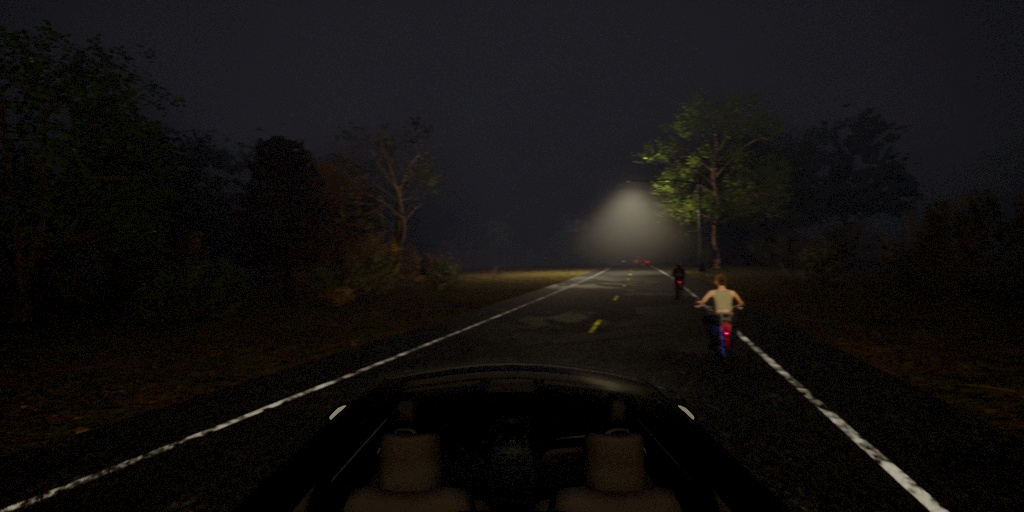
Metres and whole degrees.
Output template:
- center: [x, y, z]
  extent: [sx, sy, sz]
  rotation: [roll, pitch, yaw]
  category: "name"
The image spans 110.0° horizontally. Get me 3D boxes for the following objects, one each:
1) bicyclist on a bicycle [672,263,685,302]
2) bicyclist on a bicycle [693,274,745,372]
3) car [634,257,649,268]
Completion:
- center: [7.234, 1.126, 15.513]
  extent: [0.582, 1.620, 1.656]
  rotation: [-2, -1, 21]
  category: "bicyclist on a bicycle"
- center: [3.772, 1.128, 6.482]
  extent: [0.866, 1.612, 1.509]
  rotation: [-2, 0, 21]
  category: "bicyclist on a bicycle"
- center: [21.443, 1.148, 58.906]
  extent: [1.812, 1.442, 4.674]
  rotation: [-2, 0, 18]
  category: "car"
